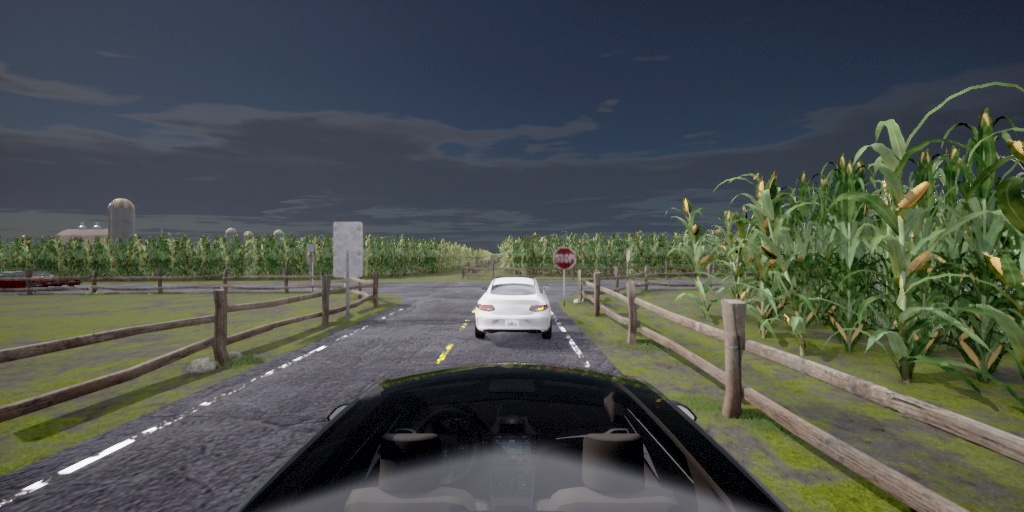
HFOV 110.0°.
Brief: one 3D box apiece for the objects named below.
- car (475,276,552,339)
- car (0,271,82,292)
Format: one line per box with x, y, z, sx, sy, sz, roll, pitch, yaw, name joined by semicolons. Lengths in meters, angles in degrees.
0.081;1.274;9.967;1.812;1.442;4.674;0;0;2;car
-30.799;1.588;22.975;4.718;1.301;1.895;0;0;0;car
